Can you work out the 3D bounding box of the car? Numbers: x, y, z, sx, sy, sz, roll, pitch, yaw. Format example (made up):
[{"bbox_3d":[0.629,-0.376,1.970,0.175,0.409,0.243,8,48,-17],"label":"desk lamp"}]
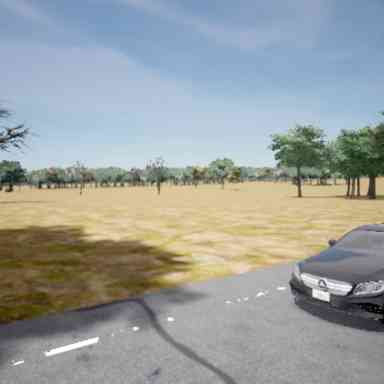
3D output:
[{"bbox_3d":[4.033,1.416,6.868,4.674,1.442,1.812,-1,1,-35],"label":"car"}]
